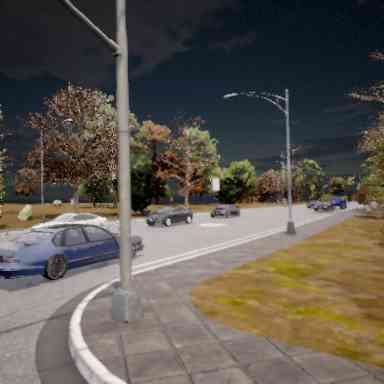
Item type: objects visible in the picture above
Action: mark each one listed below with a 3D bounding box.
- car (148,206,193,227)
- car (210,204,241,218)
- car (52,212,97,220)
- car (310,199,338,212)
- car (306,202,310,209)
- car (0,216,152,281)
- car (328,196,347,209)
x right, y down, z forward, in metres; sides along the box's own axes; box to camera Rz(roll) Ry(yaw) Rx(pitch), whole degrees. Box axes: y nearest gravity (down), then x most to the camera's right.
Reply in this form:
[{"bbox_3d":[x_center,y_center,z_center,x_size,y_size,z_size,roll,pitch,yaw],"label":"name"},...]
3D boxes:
[{"bbox_3d":[-1.752,1.898,26.775,1.837,1.490,4.892,-2,-1,33],"label":"car"},{"bbox_3d":[3.542,1.987,35.130,1.994,1.385,4.181,-2,-1,31],"label":"car"},{"bbox_3d":[-6.872,1.909,19.012,1.812,1.442,4.674,-2,-1,34],"label":"car"},{"bbox_3d":[17.201,1.907,43.330,1.895,1.301,4.718,-2,-1,32],"label":"car"},{"bbox_3d":[20.348,2.096,54.800,1.895,1.301,4.718,-2,-1,33],"label":"car"},{"bbox_3d":[-3.797,1.727,10.621,2.033,1.411,5.357,-2,-1,29],"label":"car"},{"bbox_3d":[22.553,1.608,51.784,2.150,2.045,5.566,-2,-1,33],"label":"car"}]
